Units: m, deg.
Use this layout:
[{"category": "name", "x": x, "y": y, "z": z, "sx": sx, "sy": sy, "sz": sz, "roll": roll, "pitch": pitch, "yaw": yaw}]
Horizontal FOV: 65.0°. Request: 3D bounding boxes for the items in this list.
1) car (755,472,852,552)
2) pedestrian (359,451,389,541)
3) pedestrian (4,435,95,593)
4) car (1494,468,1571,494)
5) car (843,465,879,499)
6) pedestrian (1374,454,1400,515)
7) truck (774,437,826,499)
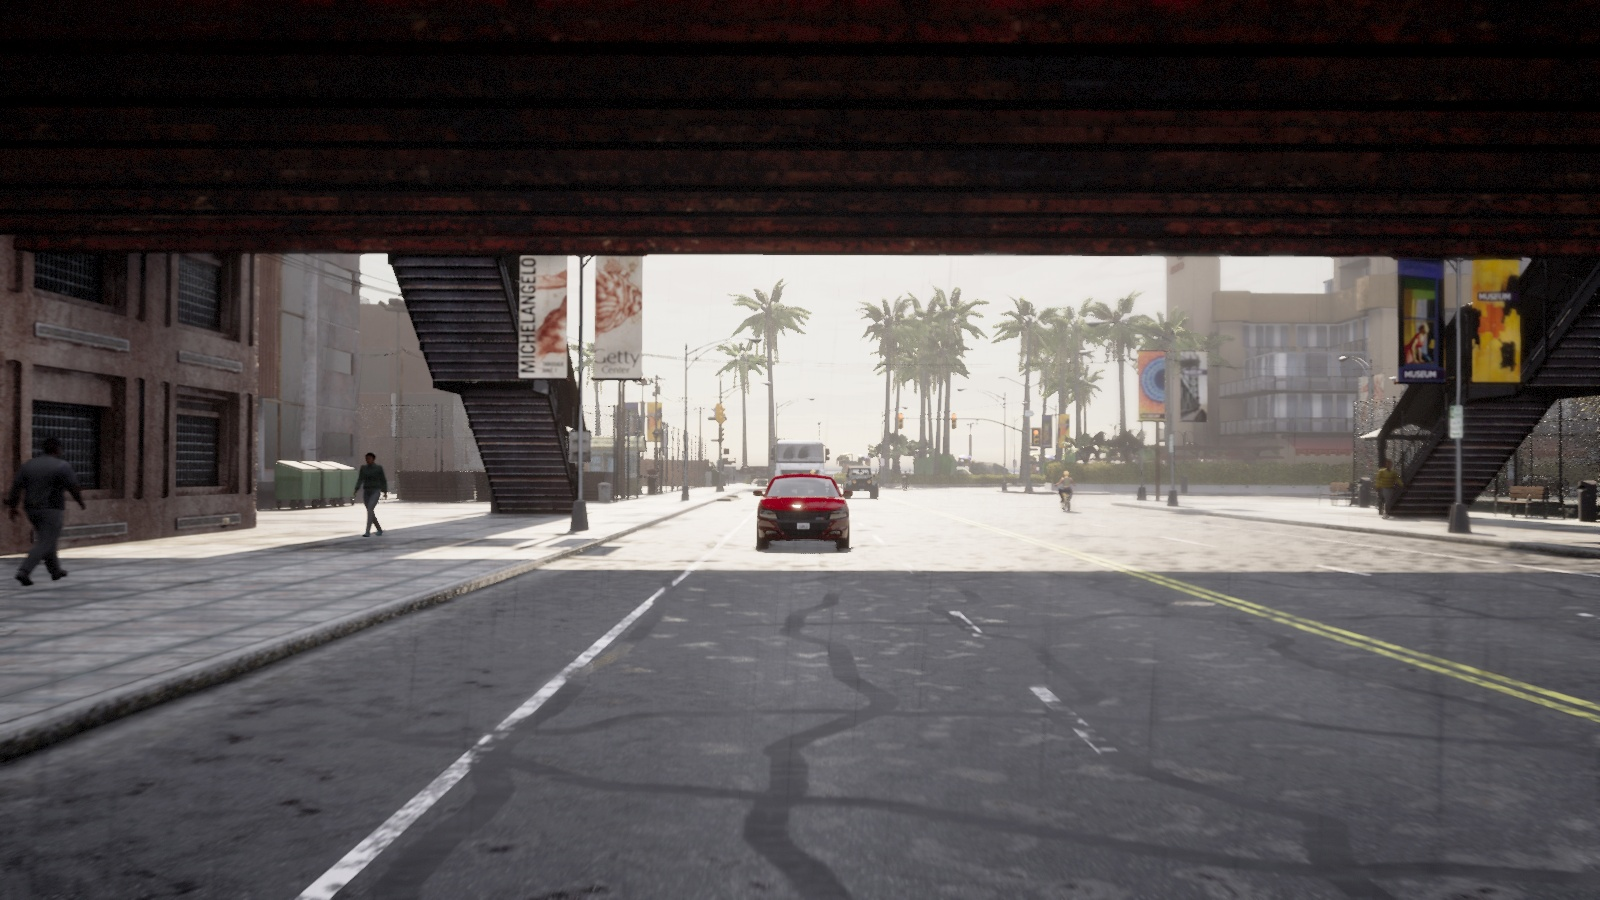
[{"category": "car", "x": 0.069, "y": 1.245, "z": 26.822, "sx": 1.882, "sy": 1.535, "sz": 5.008, "roll": 0, "pitch": -1, "yaw": 0}, {"category": "pedestrian", "x": -8.864, "y": 0.948, "z": 26.116, "sx": 0.353, "sy": 1.847, "sz": 0.614, "roll": 0, "pitch": -1, "yaw": 7}, {"category": "pedestrian", "x": -9.188, "y": 0.768, "z": 15.407, "sx": 0.563, "sy": 1.883, "sz": 0.849, "roll": 0, "pitch": -1, "yaw": 4}, {"category": "car", "x": 45.140, "y": 1.920, "z": 77.401, "sx": 3.705, "sy": 1.549, "sz": 1.789, "roll": 0, "pitch": -1, "yaw": -1}, {"category": "car", "x": 3.486, "y": 1.817, "z": 72.284, "sx": 1.905, "sy": 1.878, "sz": 3.866, "roll": 0, "pitch": -1, "yaw": 0}, {"category": "pedestrian", "x": 17.852, "y": 1.045, "z": 38.189, "sx": 0.431, "sy": 1.840, "sz": 0.709, "roll": 0, "pitch": -1, "yaw": 1}, {"category": "truck", "x": -0.018, "y": 1.093, "z": 74.657, "sx": 2.891, "sy": 3.462, "sz": 7.936, "roll": 0, "pitch": -1, "yaw": 0}]
